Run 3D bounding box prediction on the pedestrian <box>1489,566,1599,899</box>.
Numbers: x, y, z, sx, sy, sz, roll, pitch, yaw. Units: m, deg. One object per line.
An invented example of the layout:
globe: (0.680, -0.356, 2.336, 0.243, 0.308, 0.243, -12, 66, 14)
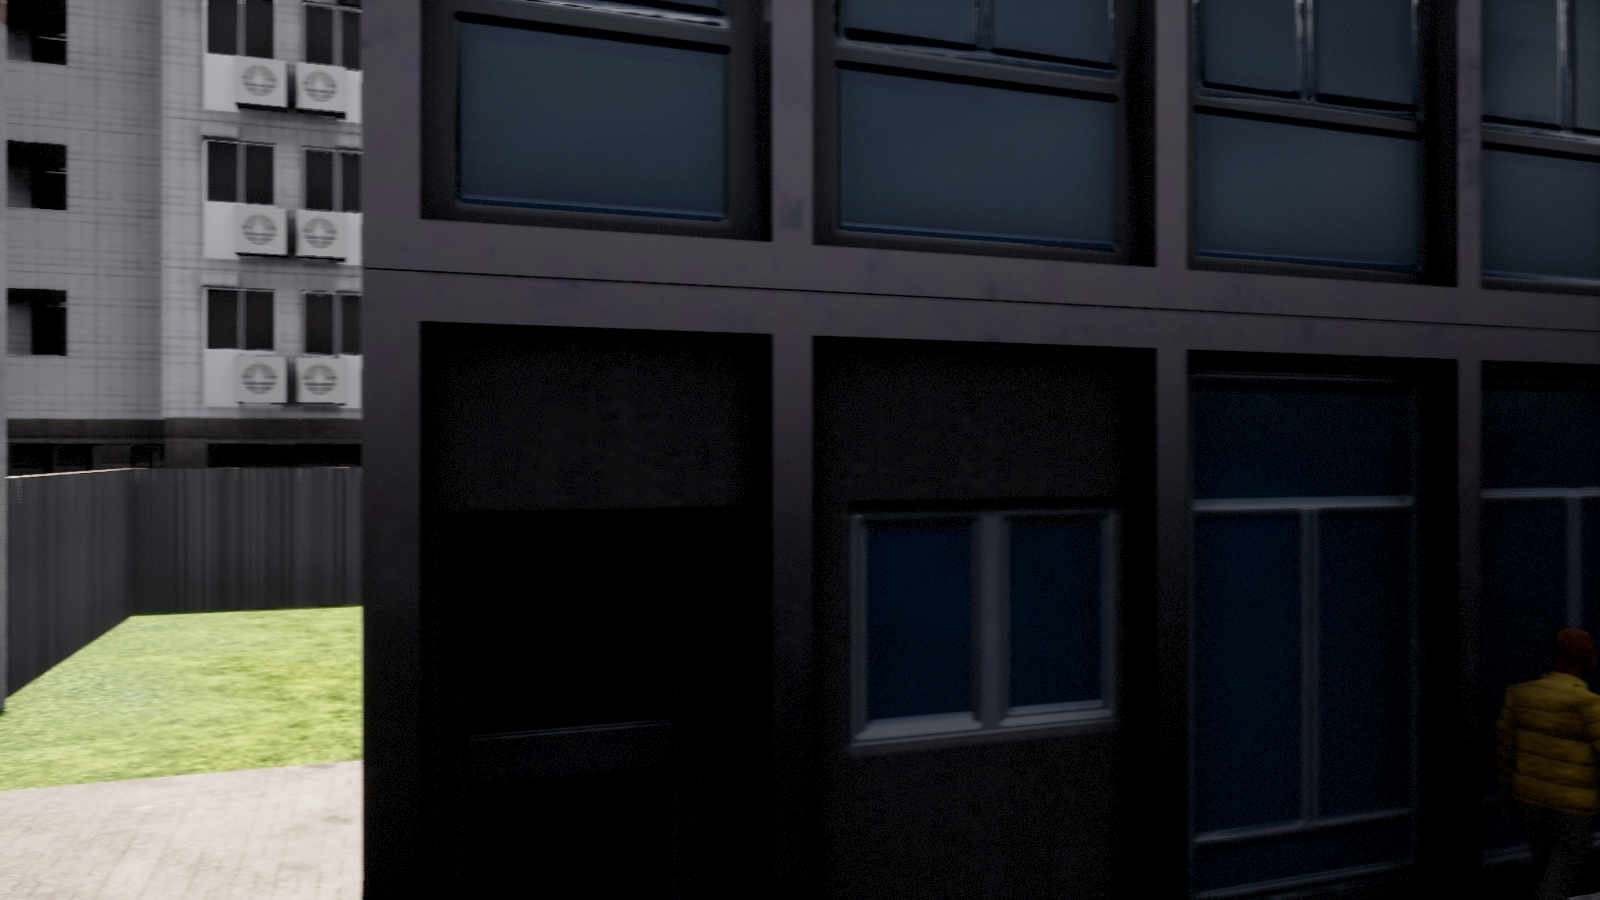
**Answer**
pedestrian: (3.691, 1.523, 5.611, 0.375, 1.860, 0.375, 0, 0, -20)
